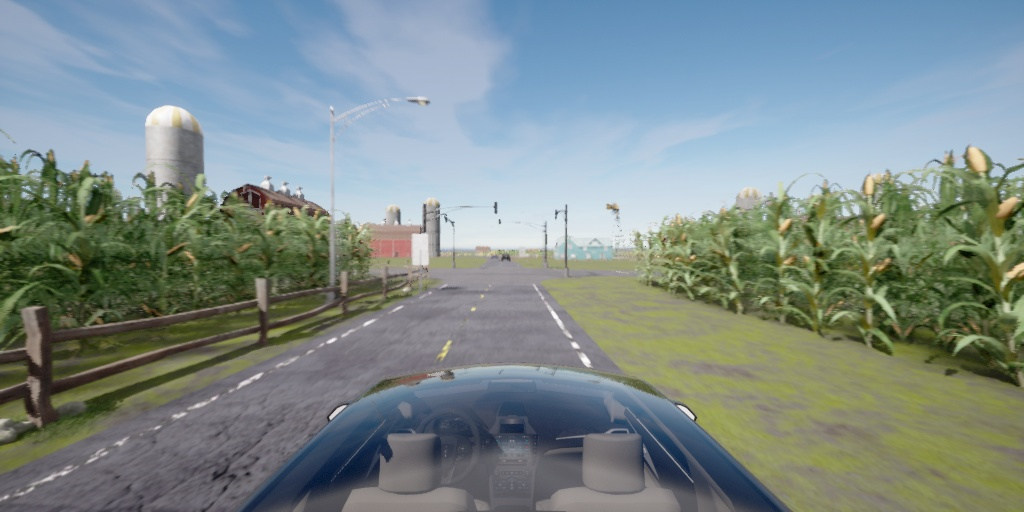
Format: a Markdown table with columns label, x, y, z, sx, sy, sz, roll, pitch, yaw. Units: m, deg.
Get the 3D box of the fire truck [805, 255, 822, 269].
| label | x | y | z | sx | sy | sz | roll | pitch | yaw |
| --- | --- | --- | --- | --- | --- | --- | --- | --- | --- |
| fire truck | 37.372 | 0.026 | 39.824 | 8.468 | 3.827 | 2.891 | 0 | 1 | 0 |
